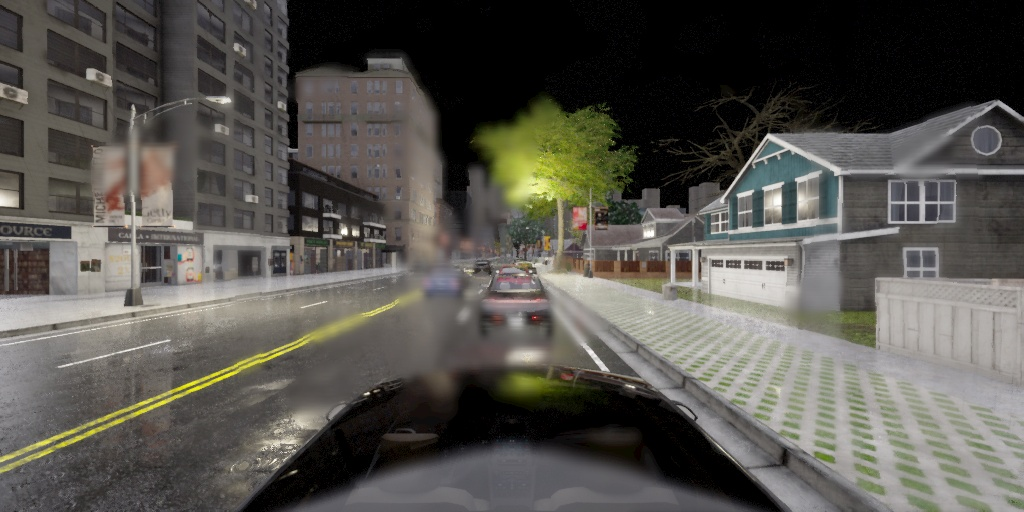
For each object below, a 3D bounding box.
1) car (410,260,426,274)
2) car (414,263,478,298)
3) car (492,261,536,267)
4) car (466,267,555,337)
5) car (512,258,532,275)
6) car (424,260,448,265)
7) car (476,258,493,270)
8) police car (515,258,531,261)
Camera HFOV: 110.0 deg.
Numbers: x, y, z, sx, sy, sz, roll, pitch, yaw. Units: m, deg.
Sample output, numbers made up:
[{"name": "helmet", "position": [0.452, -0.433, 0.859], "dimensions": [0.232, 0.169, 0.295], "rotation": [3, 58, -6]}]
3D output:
[{"name": "car", "position": [-9.811, 1.223, 39.611], "dimensions": [1.837, 1.490, 4.892], "rotation": [0, 0, 0]}, {"name": "car", "position": [-3.132, 1.289, 18.277], "dimensions": [2.033, 1.411, 5.357], "rotation": [0, 0, 0]}, {"name": "car", "position": [0.119, 1.218, 19.828], "dimensions": [1.882, 1.535, 5.008], "rotation": [0, 0, 0]}, {"name": "car", "position": [0.112, 1.239, 10.324], "dimensions": [2.128, 1.511, 4.902], "rotation": [0, 0, 0]}, {"name": "car", "position": [1.013, 1.067, 39.417], "dimensions": [2.097, 1.767, 4.553], "rotation": [0, 0, 0]}, {"name": "car", "position": [-6.567, 1.288, 33.790], "dimensions": [1.994, 1.385, 4.181], "rotation": [0, 0, 0]}, {"name": "car", "position": [-3.112, 1.220, 39.715], "dimensions": [1.837, 1.490, 4.892], "rotation": [0, 0, 0]}, {"name": "police car", "position": [1.004, 1.155, 29.557], "dimensions": [1.930, 1.638, 5.238], "rotation": [0, 0, 0]}]
